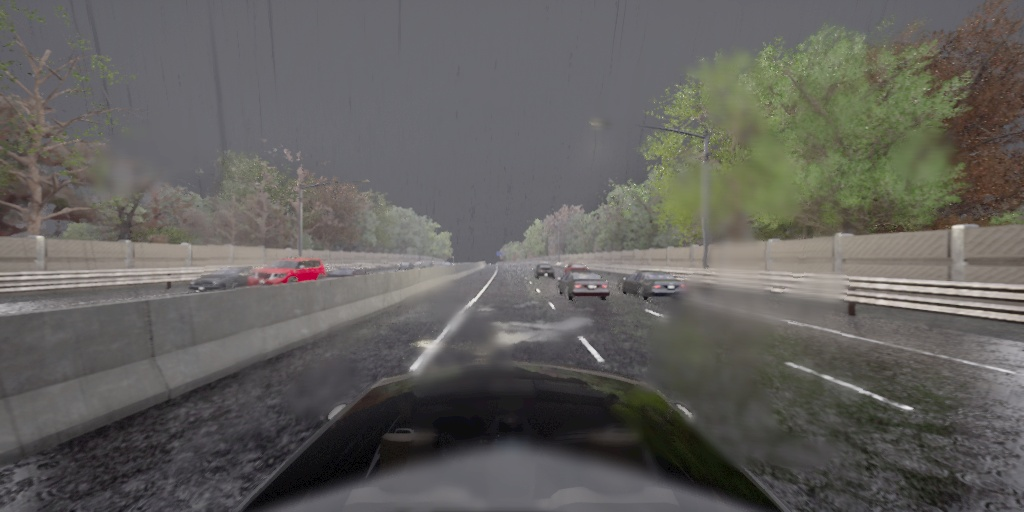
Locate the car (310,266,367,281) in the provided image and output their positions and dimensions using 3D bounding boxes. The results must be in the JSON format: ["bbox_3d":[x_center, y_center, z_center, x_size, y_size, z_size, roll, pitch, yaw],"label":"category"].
[{"bbox_3d":[-10.711,1.500,23.115,1.994,1.385,4.181,0,0,-1],"label":"car"}]

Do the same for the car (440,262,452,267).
[{"bbox_3d":[-11.532,1.812,63.432,1.812,1.442,4.674,0,0,-1],"label":"car"}]

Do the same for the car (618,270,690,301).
[{"bbox_3d":[7.033,1.446,18.388,2.033,1.411,5.357,0,0,0],"label":"car"}]

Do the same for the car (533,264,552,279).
[{"bbox_3d":[3.281,1.572,37.342,1.837,1.490,4.892,0,0,-1],"label":"car"}]

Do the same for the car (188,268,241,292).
[{"bbox_3d":[-17.711,1.482,23.133,2.033,1.411,5.357,0,0,-1],"label":"car"}]

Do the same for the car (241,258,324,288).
[{"bbox_3d":[-14.210,1.157,23.200,2.150,2.045,5.566,0,0,-1],"label":"car"}]

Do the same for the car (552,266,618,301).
[{"bbox_3d":[3.535,1.446,18.538,2.033,1.411,5.357,0,-1,0],"label":"car"}]

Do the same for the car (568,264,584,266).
[{"bbox_3d":[6.768,1.551,38.128,1.882,1.535,5.008,0,0,-1],"label":"car"}]
